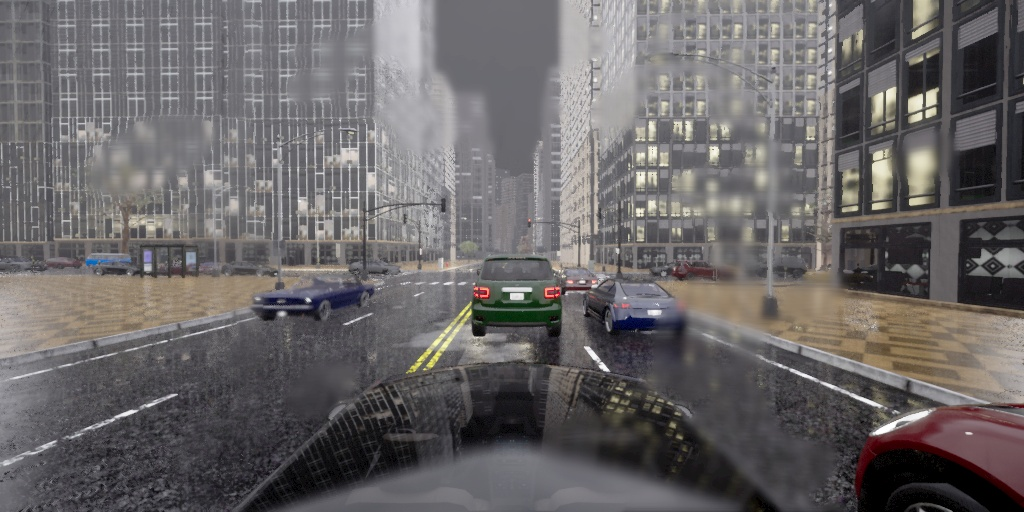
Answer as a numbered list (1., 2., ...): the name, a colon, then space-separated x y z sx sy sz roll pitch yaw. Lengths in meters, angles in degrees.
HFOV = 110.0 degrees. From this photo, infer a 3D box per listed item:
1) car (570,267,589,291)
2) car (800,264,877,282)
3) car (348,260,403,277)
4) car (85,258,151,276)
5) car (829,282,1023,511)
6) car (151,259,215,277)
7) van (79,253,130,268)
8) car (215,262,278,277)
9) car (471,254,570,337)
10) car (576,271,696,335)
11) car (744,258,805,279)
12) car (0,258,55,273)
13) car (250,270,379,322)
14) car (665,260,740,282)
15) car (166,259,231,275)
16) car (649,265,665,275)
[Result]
1. car: 3.384 1.291 19.767 2.033 1.411 5.357 0 0 0
2. car: 27.693 1.585 30.345 4.829 1.417 1.751 0 0 1
3. car: -12.783 1.151 33.649 4.902 1.511 2.128 0 1 1
4. car: -34.044 1.074 31.486 4.313 1.339 1.948 0 0 1
5. car: 3.344 1.102 0.481 2.097 1.767 4.553 0 0 0
6. car: -28.363 1.143 31.302 4.207 1.307 1.802 0 0 1
7. van: -45.219 0.612 40.166 3.998 1.789 1.690 0 0 1
8. car: -22.679 1.179 31.159 4.313 1.339 1.948 0 0 1
9. car: 0.115 0.969 10.431 2.150 2.045 5.566 0 0 0
10. car: 3.372 1.312 10.525 1.994 1.385 4.181 0 0 -1
11. car: 26.553 1.179 36.146 5.566 2.045 2.150 1 1 1
12. car: -47.517 0.907 34.453 4.181 1.385 1.994 0 1 2
13. car: -6.556 1.348 12.438 1.895 1.301 4.718 0 0 1
14. car: 16.244 1.275 30.562 5.009 1.841 2.192 0 0 1
15. car: -29.682 1.031 34.018 4.674 1.442 1.812 0 1 1
16. car: 16.476 1.374 36.363 4.892 1.490 1.837 0 1 -1
